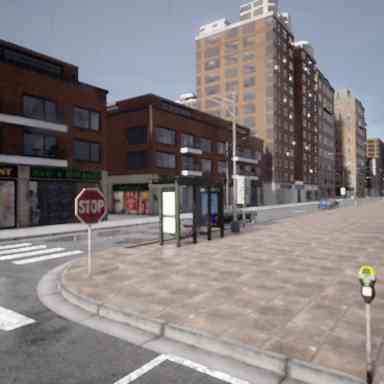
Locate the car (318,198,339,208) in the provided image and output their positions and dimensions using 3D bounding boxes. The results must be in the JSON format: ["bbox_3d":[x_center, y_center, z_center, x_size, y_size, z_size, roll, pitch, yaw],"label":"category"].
[{"bbox_3d":[18.796,1.481,45.730,2.033,1.411,5.357,-1,0,35],"label":"car"}]

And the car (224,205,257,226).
[{"bbox_3d":[2.796,1.586,23.265,1.895,1.301,4.718,-1,0,35],"label":"car"}]
